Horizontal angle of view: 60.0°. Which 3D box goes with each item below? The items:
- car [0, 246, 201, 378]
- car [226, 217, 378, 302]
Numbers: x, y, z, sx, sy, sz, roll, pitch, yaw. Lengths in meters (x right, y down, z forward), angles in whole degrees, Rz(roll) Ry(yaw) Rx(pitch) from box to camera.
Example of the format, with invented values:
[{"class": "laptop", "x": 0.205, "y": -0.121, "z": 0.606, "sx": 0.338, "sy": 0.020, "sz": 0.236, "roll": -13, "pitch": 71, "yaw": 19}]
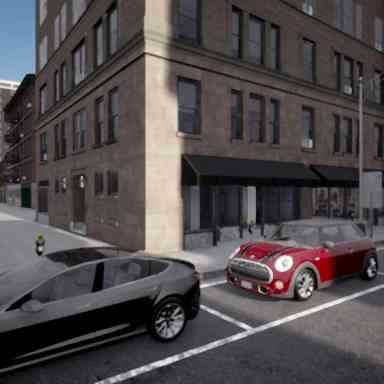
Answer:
[{"class": "car", "x": -1.836, "y": 1.565, "z": 4.882, "sx": 4.313, "sy": 1.339, "sz": 1.947, "roll": 0, "pitch": 0, "yaw": -36}, {"class": "car", "x": 2.769, "y": 1.437, "z": 8.211, "sx": 4.097, "sy": 1.590, "sz": 1.967, "roll": 0, "pitch": 0, "yaw": -36}]
